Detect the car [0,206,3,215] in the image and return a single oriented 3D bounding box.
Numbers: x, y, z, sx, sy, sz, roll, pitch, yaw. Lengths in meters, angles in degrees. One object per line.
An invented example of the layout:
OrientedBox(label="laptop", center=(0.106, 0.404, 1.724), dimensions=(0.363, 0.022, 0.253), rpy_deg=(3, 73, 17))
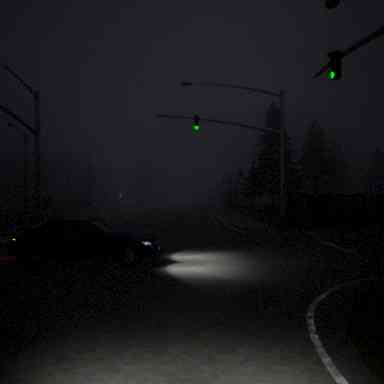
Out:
OrientedBox(label="car", center=(-17.665, 1.362, 27.470), dimensions=(2.007, 1.523, 4.514), rpy_deg=(0, 0, 0))

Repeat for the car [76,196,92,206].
OrientedBox(label="car", center=(-17.384, 1.418, 53.503), dimensions=(1.845, 1.501, 3.633), rpy_deg=(0, 0, 0))

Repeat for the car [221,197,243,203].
OrientedBox(label="car", center=(8.402, 1.399, 70.598), dimensions=(4.553, 1.767, 2.097), rpy_deg=(0, 0, 1))

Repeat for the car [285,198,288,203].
OrientedBox(label="car", center=(21.433, 1.567, 70.451), dimensions=(4.674, 1.442, 1.812), rpy_deg=(0, 0, 1))

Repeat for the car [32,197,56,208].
OrientedBox(label="car", center=(-20.447, 1.423, 46.116), dimensions=(1.970, 1.475, 3.806), rpy_deg=(0, 0, 0))

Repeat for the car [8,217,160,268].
OrientedBox(label="car", center=(-3.383, 1.534, 10.712), dimensions=(4.674, 1.442, 1.812), rpy_deg=(0, 0, 1))
